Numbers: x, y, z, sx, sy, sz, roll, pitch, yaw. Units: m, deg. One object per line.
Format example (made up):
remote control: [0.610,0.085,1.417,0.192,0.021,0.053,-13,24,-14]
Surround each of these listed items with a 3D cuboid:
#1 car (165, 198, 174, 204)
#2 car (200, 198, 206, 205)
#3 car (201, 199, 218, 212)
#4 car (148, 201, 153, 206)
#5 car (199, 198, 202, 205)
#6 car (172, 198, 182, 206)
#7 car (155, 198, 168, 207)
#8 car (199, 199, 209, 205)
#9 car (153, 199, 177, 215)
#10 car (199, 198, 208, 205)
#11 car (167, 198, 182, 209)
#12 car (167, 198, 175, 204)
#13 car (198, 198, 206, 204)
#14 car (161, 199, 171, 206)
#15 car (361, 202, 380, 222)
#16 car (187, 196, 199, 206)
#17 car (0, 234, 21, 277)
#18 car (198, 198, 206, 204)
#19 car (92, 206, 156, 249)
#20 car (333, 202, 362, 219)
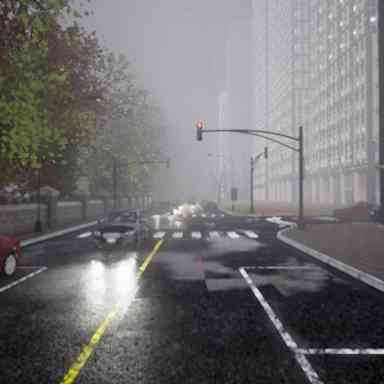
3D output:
car: [-5.749,2.240,85.201,1.967,1.590,4.097,0,-1,0]
car: [2.655,2.032,51.413,1.947,1.339,4.313,0,-1,0]
car: [2.659,1.979,45.781,1.947,1.339,4.313,0,-1,0]
car: [-5.725,2.048,51.407,1.802,1.307,4.206,0,-1,0]
car: [2.651,2.086,57.046,1.947,1.339,4.313,0,-1,0]
car: [-3.051,2.112,68.923,1.882,1.535,5.008,0,0,0]
car: [-5.733,2.014,62.673,1.967,1.590,4.097,0,-1,0]
car: [2.640,2.230,73.943,1.887,1.381,4.507,0,-1,0]
car: [-3.130,1.874,38.795,1.812,1.442,4.674,0,-1,0]
car: [2.636,2.182,79.575,1.967,1.590,4.097,0,-1,0]
car: [-3.128,1.981,53.902,2.128,1.511,4.902,0,0,0]
car: [-5.754,2.402,90.832,1.887,1.381,4.507,0,-1,0]
car: [2.627,2.409,90.838,2.008,1.369,4.403,0,-1,0]
car: [-5.741,2.209,73.767,1.752,1.417,4.829,0,-1,0]
car: [14.657,1.479,23.202,4.313,1.339,1.947,-1,0,0]
car: [-0.052,2.203,72.648,2.033,1.411,5.357,0,-1,0]
car: [-5.823,1.614,7.858,1.887,1.381,4.507,0,0,0]
car: [2.632,2.240,85.207,1.967,1.590,4.097,0,-1,0]
car: [-3.111,1.625,15.270,2.128,1.511,4.902,0,-1,0]
car: [14.585,1.553,29.002,4.181,1.385,1.994,-1,-1,0]
